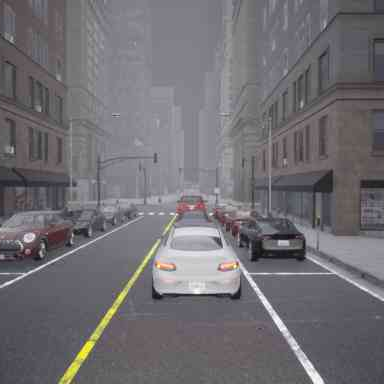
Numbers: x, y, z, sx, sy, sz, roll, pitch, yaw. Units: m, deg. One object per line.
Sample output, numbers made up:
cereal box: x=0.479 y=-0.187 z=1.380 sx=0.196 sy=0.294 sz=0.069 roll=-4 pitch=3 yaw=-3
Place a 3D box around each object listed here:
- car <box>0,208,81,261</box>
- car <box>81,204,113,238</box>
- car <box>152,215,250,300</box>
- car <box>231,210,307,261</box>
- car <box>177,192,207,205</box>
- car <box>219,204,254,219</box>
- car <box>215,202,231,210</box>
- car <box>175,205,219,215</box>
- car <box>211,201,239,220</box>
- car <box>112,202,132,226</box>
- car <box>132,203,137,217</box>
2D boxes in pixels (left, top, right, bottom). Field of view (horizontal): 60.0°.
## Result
car: x=-5.785 y=1.438 z=12.029 sx=1.967 sy=1.590 sz=4.097 roll=-1 pitch=0 yaw=0
car: x=-5.788 y=1.564 z=17.535 sx=1.947 sy=1.339 sz=4.313 roll=-1 pitch=0 yaw=0
car: x=0.093 y=1.524 z=8.279 sx=1.812 sy=1.442 sz=4.674 roll=0 pitch=0 yaw=0
car: x=2.742 y=1.564 z=12.037 sx=1.947 sy=1.339 sz=4.313 roll=-1 pitch=0 yaw=0
car: x=-0.022 y=1.220 z=26.152 sx=2.150 sy=2.045 sz=5.566 roll=0 pitch=0 yaw=0
car: x=2.737 y=1.543 z=17.541 sx=1.887 sy=1.381 sz=4.507 roll=-1 pitch=0 yaw=0
car: x=2.733 y=1.543 z=23.047 sx=1.887 sy=1.381 sz=4.507 roll=-1 pitch=0 yaw=0
car: x=0.083 y=1.562 z=16.765 sx=1.994 sy=1.385 sz=4.181 roll=0 pitch=0 yaw=0
car: x=2.728 y=1.544 z=28.552 sx=1.887 sy=1.381 sz=4.507 roll=-1 pitch=0 yaw=0
car: x=-5.792 y=1.549 z=23.040 sx=2.008 sy=1.369 sz=4.403 roll=-1 pitch=0 yaw=0
car: x=-5.797 y=1.544 z=28.546 sx=1.887 sy=1.381 sz=4.507 roll=-1 pitch=0 yaw=0
